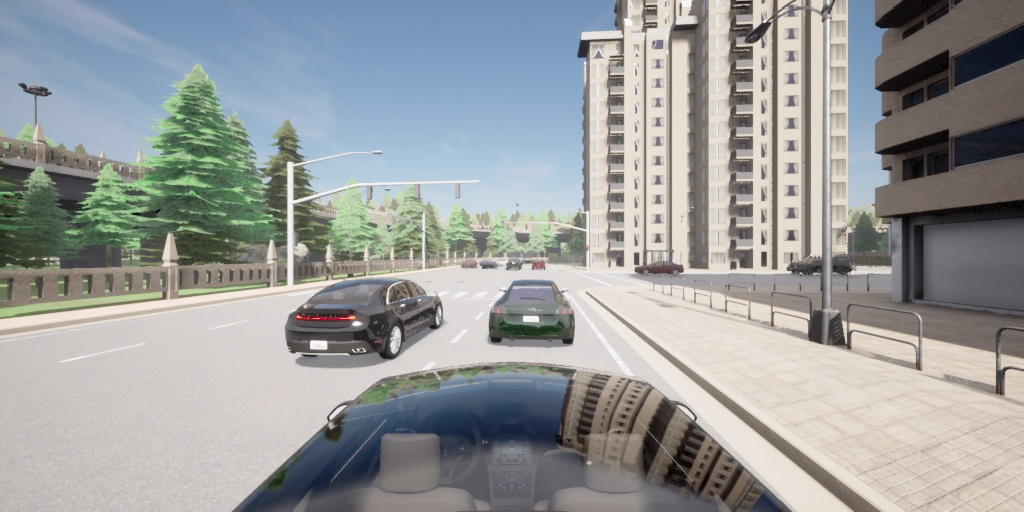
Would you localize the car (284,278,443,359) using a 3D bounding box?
[{"bbox_3d":[-3.042,1.255,8.455,1.837,1.490,4.892,0,0,5],"label":"car"}]

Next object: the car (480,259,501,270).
[{"bbox_3d":[-3.276,1.350,52.863,1.895,1.301,4.718,0,0,4],"label":"car"}]

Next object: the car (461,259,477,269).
[{"bbox_3d":[-6.589,1.227,55.372,1.882,1.535,5.008,0,0,5],"label":"car"}]

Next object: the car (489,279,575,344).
[{"bbox_3d":[0.573,1.314,9.650,1.994,1.385,4.181,0,0,5],"label":"car"}]

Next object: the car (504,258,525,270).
[{"bbox_3d":[0.421,1.101,52.763,2.097,1.767,4.553,0,0,4],"label":"car"}]

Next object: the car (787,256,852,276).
[{"bbox_3d":[32.118,1.026,37.518,5.566,2.045,2.150,0,0,4],"label":"car"}]

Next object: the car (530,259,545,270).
[{"bbox_3d":[4.054,1.227,54.350,1.882,1.535,5.008,0,0,4],"label":"car"}]

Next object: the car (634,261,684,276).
[{"bbox_3d":[15.786,1.283,38.585,5.008,1.535,1.882,0,0,4],"label":"car"}]
